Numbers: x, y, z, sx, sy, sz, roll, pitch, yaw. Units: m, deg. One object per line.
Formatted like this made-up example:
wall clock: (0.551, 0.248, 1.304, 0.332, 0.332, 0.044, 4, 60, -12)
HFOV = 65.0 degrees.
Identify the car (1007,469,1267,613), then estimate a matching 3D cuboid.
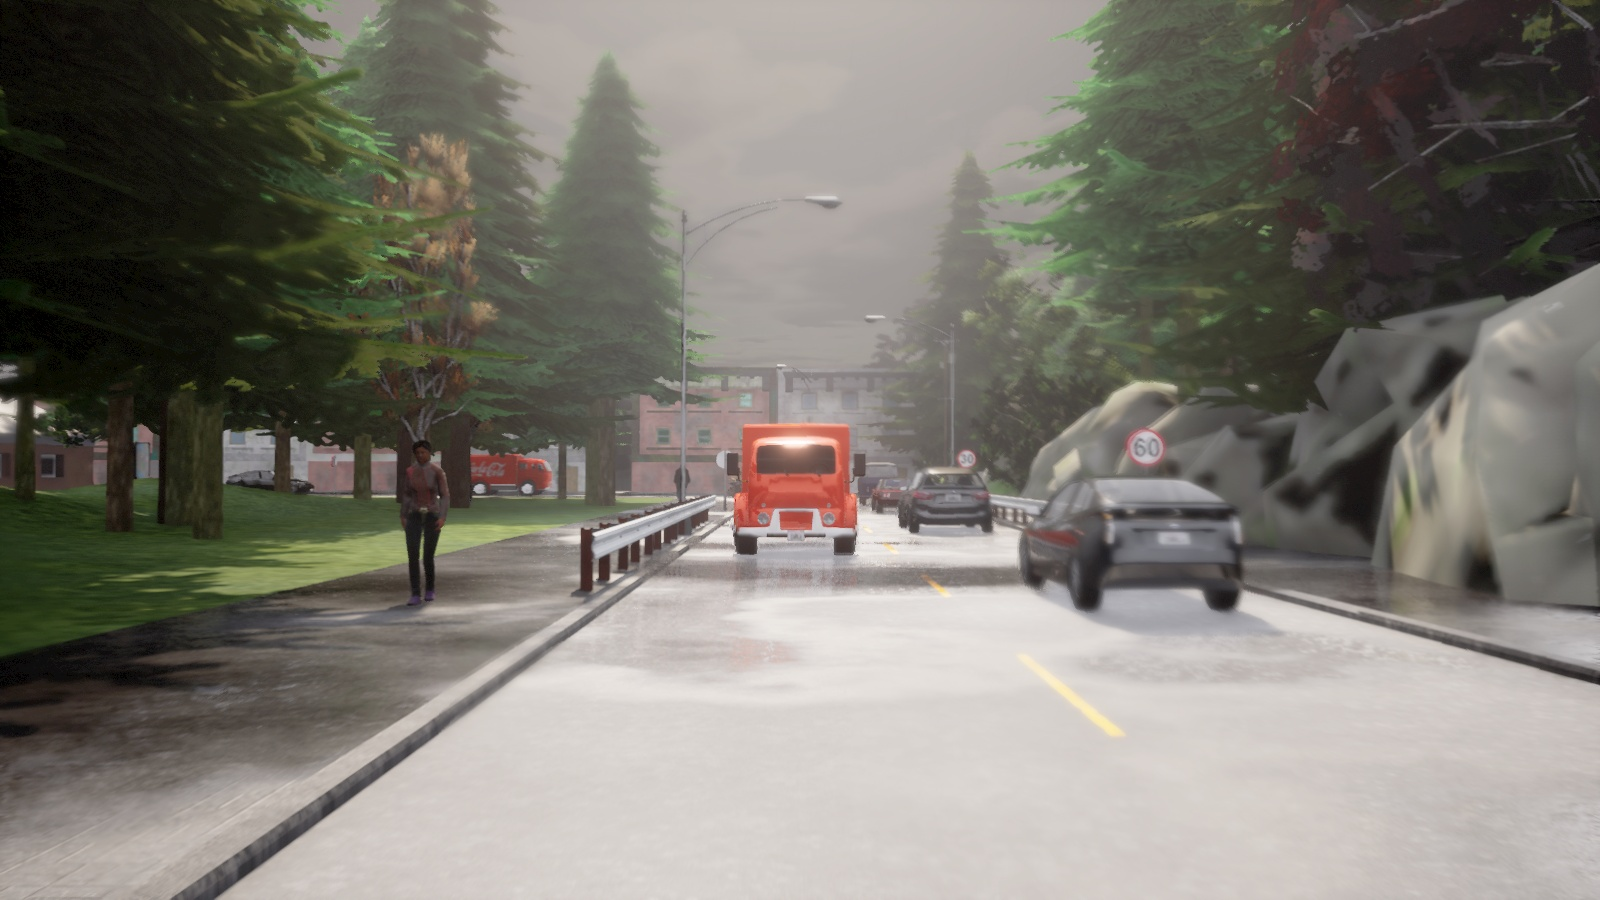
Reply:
car: (3.963, 1.007, 15.645, 2.007, 1.525, 4.514, 0, -1, 0)

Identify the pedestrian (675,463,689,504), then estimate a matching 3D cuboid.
pedestrian: (-5.294, 1.488, 56.304, 0.634, 1.844, 0.899, 0, -1, -6)

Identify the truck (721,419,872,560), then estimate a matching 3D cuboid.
truck: (-0.078, 0.744, 24.606, 2.627, 2.467, 5.204, 0, -1, 0)

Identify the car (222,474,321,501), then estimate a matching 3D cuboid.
car: (-30.594, 2.155, 72.786, 4.792, 1.488, 2.163, 0, -1, 0)

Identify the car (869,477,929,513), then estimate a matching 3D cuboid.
car: (3.767, 1.709, 48.357, 1.895, 1.301, 4.718, 0, -1, 0)

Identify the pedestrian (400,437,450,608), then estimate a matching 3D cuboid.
pedestrian: (-4.092, 0.770, 13.728, 0.328, 1.805, 0.869, 0, -1, -3)

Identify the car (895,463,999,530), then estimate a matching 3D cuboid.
car: (3.863, 1.210, 33.824, 2.242, 1.667, 4.611, 0, -1, 0)

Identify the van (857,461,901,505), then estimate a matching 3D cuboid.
van: (3.690, 1.551, 59.621, 1.775, 1.987, 4.442, 0, -1, 0)

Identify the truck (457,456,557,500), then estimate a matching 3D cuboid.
truck: (-16.923, 1.614, 72.806, 5.204, 2.467, 2.627, 0, -1, 0)
